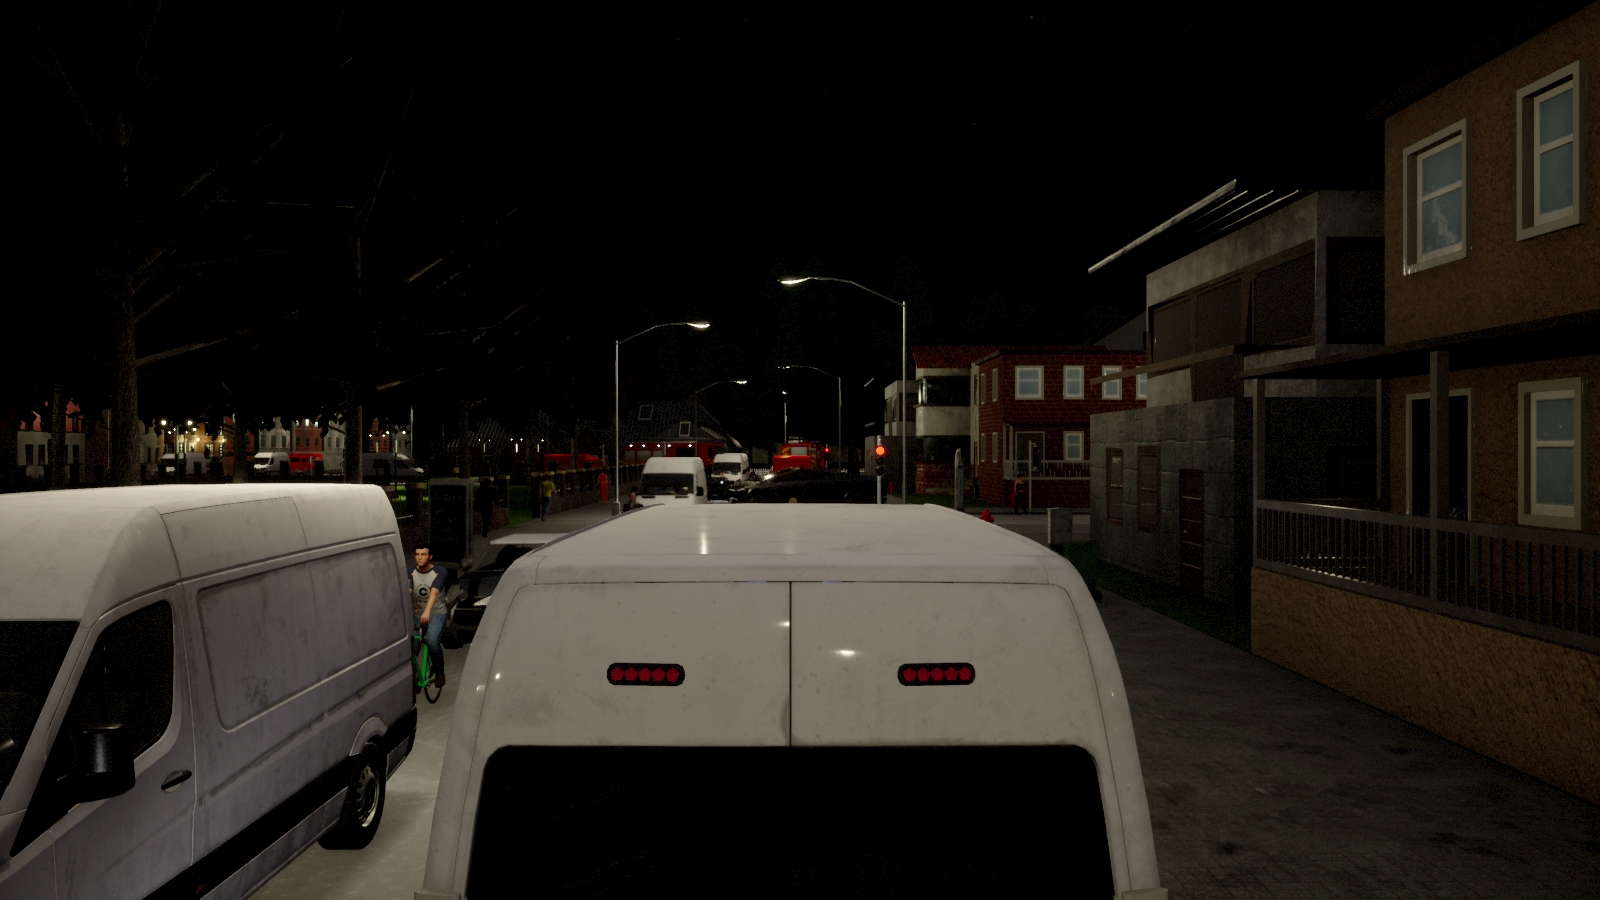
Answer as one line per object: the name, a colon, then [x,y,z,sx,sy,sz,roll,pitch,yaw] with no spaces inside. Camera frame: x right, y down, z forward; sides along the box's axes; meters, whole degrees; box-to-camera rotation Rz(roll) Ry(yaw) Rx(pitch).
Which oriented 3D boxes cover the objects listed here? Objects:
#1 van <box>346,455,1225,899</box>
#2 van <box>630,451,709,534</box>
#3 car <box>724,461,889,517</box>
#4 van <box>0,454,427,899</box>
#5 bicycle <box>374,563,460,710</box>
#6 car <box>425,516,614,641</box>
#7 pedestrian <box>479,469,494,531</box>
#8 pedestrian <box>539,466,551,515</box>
van: [-0.041,1.314,5.541,1.988,2.561,5.915,0,0,0]
van: [-4.259,1.314,38.099,1.988,2.561,5.915,0,0,0]
car: [0.250,1.533,46.192,6.274,2.098,2.390,0,0,-15]
van: [-4.032,1.314,6.374,1.988,2.561,5.915,0,0,0]
bicycle: [-4.053,1.936,12.189,0.373,1.296,1.643,0,0,0]
car: [-4.095,1.845,17.327,1.970,1.475,3.806,0,0,0]
pedestrian: [-9.584,1.525,34.934,0.375,1.860,0.375,0,0,-1]
pedestrian: [-9.651,1.526,43.244,0.375,1.860,0.375,0,0,-1]
